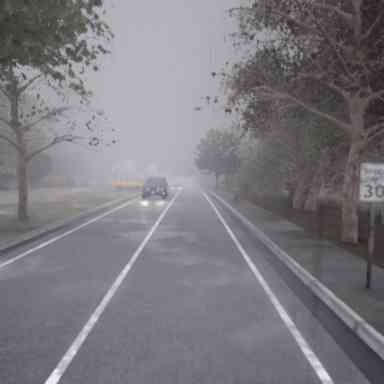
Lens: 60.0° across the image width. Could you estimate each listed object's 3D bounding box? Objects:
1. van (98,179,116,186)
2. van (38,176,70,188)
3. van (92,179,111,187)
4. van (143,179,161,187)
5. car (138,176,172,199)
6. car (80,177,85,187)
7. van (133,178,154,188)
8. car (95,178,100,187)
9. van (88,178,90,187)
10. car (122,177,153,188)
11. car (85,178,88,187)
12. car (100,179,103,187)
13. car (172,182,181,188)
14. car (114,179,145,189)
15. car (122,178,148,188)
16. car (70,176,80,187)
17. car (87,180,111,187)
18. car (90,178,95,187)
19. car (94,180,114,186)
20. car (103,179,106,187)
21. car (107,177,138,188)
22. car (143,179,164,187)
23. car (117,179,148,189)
[{"bbox_3d":[-23.519,-2.566,92.214,4.442,1.987,1.878,1,1,0],"label":"van"},{"bbox_3d":[-23.663,-1.749,56.241,4.442,1.987,1.878,1,2,0],"label":"van"},{"bbox_3d":[-23.505,-2.460,86.824,4.442,1.987,1.878,1,1,0],"label":"van"},{"bbox_3d":[-10.426,-2.262,86.699,4.442,1.987,1.878,1,1,0],"label":"van"},{"bbox_3d":[-3.412,-0.464,31.905,2.150,2.045,5.566,1,3,0],"label":"car"},{"bbox_3d":[-23.377,-1.672,61.906,5.366,1.575,1.946,1,1,0],"label":"car"},{"bbox_3d":[-10.625,-1.952,72.821,4.442,1.987,1.878,1,1,0],"label":"van"},{"bbox_3d":[-23.585,-1.920,72.856,5.008,1.535,2.097,1,1,0],"label":"car"},{"bbox_3d":[-23.690,-2.026,67.437,4.442,1.987,1.878,1,1,0],"label":"van"},{"bbox_3d":[-10.459,-1.788,64.494,5.566,2.045,2.435,1,1,0],"label":"car"},{"bbox_3d":[-23.563,-1.735,64.672,4.892,1.521,2.231,1,1,0],"label":"car"},{"bbox_3d":[-23.592,-1.986,75.751,5.008,1.535,2.097,1,1,0],"label":"car"},{"bbox_3d":[-3.441,-1.635,73.788,1.895,1.301,4.718,1,1,0],"label":"car"},{"bbox_3d":[-10.476,-1.323,56.182,4.892,1.521,2.231,1,2,0],"label":"car"},{"bbox_3d":[-10.513,-1.598,61.726,4.553,1.767,2.185,1,1,0],"label":"car"},{"bbox_3d":[-23.580,-1.855,59.132,5.566,2.045,2.435,1,2,0],"label":"car"},{"bbox_3d":[-23.434,-2.173,84.061,5.366,1.575,1.946,1,1,0],"label":"car"},{"bbox_3d":[-23.550,-1.986,70.209,4.553,1.767,2.185,1,1,0],"label":"car"},{"bbox_3d":[-23.637,-2.298,89.598,5.008,1.535,2.097,1,1,0],"label":"car"},{"bbox_3d":[-23.598,-2.047,78.521,4.892,1.521,2.231,1,1,0],"label":"car"},{"bbox_3d":[-10.278,-1.238,53.415,5.366,1.575,1.946,1,2,0],"label":"car"},{"bbox_3d":[-10.585,-2.399,92.233,5.566,2.045,2.435,1,0,0],"label":"car"},{"bbox_3d":[-10.483,-1.402,58.953,5.008,1.535,2.097,1,1,0],"label":"car"}]
